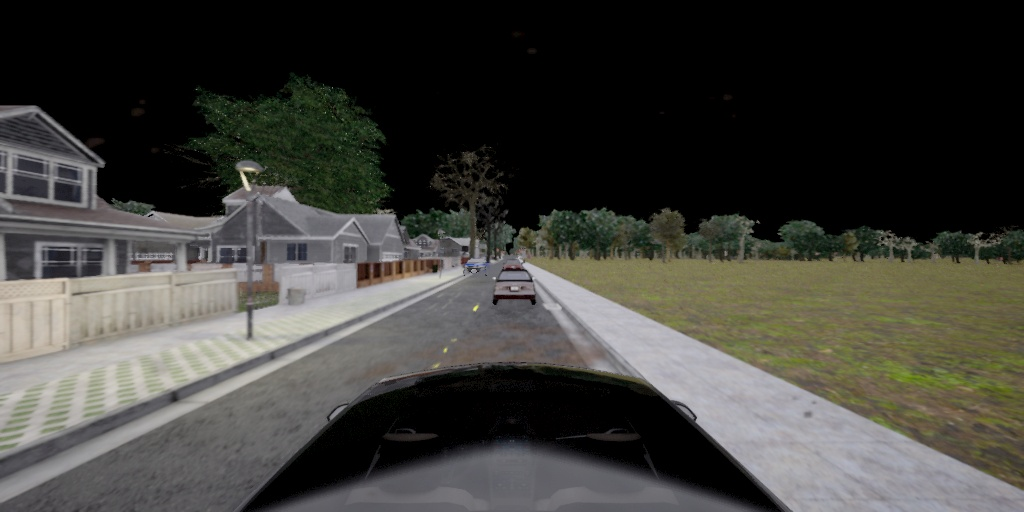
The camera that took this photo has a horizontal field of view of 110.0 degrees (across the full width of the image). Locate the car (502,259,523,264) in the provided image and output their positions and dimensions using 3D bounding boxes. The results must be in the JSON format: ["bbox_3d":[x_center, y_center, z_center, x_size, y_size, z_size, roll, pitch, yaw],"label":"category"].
[{"bbox_3d":[0.094,1.064,36.961,2.097,1.767,4.553,0,0,0],"label":"car"}]

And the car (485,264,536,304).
[{"bbox_3d":[0.099,1.283,16.217,2.033,1.411,5.357,0,0,0],"label":"car"}]

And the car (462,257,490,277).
[{"bbox_3d":[-2.755,0.814,28.495,1.882,1.535,5.008,0,0,0],"label":"car"}]
